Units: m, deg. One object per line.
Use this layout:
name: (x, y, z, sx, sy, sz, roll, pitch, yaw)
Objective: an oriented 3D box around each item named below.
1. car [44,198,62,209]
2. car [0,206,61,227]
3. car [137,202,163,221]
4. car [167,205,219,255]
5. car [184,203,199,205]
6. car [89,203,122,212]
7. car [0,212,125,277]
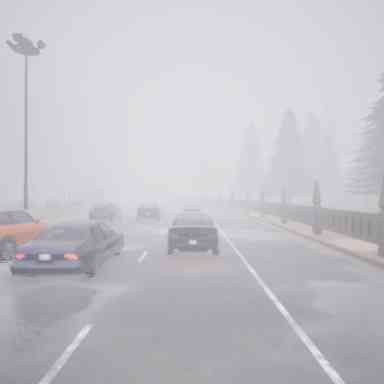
car: (-20.817, 1.738, 49.921, 1.837, 1.490, 4.892, 0, 0, -15)
car: (-6.956, 1.410, 12.425, 2.097, 1.767, 4.553, 0, 0, 1)
car: (-3.575, 1.611, 28.706, 1.882, 1.535, 5.008, 0, 0, -1)
car: (0.055, 1.541, 13.698, 1.882, 1.535, 5.008, 0, 0, 1)
car: (-0.065, 1.656, 28.192, 1.812, 1.442, 4.674, 0, 0, -1)
car: (-7.052, 1.620, 27.507, 2.128, 1.511, 4.902, 0, 0, -1)
car: (-3.477, 1.597, 10.378, 2.033, 1.411, 5.357, 0, 0, 0)
